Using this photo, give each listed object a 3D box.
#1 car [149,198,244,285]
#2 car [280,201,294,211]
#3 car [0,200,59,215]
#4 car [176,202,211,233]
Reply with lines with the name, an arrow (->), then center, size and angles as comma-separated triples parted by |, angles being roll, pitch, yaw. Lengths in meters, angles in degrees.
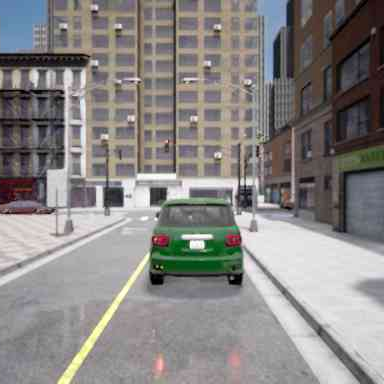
car -> 0.094, 1.171, 9.467 | 2.150, 2.045, 5.566 | 0, 0, 0
car -> 11.913, 1.254, 34.481 | 5.357, 1.411, 2.033 | -1, 0, -1
car -> -15.280, 1.498, 30.941 | 5.357, 1.411, 2.033 | 0, 0, 2
car -> 0.058, 1.402, 19.960 | 1.837, 1.490, 4.892 | 0, 0, -1
